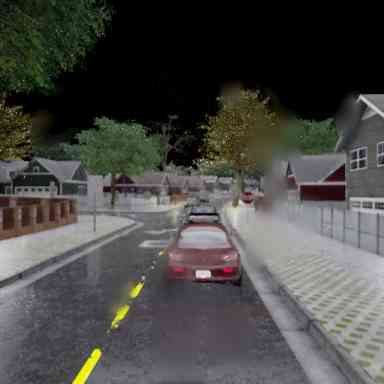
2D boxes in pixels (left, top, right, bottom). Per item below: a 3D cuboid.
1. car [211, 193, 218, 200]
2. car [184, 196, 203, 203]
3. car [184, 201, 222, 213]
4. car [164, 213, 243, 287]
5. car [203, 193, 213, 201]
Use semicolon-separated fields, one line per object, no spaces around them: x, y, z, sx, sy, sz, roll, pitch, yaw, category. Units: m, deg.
4.877;1.012;77.351;2.097;1.767;4.553;0;0;10;car
0.005;1.518;46.094;1.837;1.490;4.892;0;0;7;car
0.719;1.527;19.798;2.128;1.511;4.902;0;0;3;car
0.302;1.542;9.244;1.812;1.442;4.674;0;0;2;car
2.142;1.471;61.805;2.033;1.411;5.357;0;0;9;car
